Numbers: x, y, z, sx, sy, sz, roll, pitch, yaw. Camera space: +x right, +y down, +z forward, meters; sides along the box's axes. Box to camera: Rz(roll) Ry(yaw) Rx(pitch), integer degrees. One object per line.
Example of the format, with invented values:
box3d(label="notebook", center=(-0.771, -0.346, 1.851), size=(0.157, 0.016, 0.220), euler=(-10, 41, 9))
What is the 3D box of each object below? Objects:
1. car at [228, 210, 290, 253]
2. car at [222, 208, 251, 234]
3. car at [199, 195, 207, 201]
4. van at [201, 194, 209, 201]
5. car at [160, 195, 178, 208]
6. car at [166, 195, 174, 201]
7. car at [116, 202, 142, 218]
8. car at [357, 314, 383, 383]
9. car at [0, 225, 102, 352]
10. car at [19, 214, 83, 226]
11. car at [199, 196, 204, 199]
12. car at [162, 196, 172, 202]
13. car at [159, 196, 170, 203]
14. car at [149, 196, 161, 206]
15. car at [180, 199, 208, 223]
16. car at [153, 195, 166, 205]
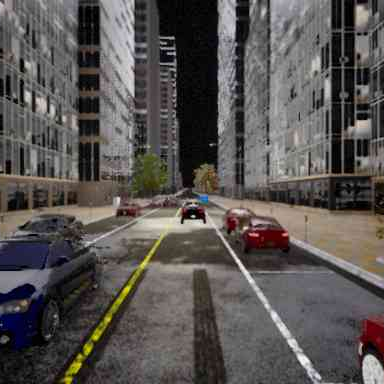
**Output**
box3d(label="car", center=(2.683, 1.589, 13.324), size=(1.802, 1.307, 4.206), euler=(0, 0, 0))
box3d(label="car", center=(2.681, 1.554, 19.018), size=(1.887, 1.381, 4.507), euler=(0, 0, 0))
box3d(label="car", center=(2.661, 1.522, 81.637), size=(2.008, 1.369, 4.403), euler=(0, 0, 0))
box3d(label="van", center=(2.664, 1.329, 70.252), size=(1.690, 1.788, 3.998), euler=(0, 0, 0))
box3d(label="car", center=(-3.096, 1.569, 48.640), size=(1.994, 1.385, 4.181), euler=(0, 0, 0))
box3d(label="car", center=(-5.721, 1.542, 87.331), size=(1.802, 1.307, 4.206), euler=(0, 0, 0))
box3d(label="car", center=(-5.703, 1.556, 30.406), size=(1.887, 1.381, 4.507), euler=(0, 0, 0))
box3d(label="car", center=(2.687, 1.546, 1.939), size=(1.887, 1.381, 4.507), euler=(0, 0, 0))
box3d(label="car", center=(-3.103, 1.568, 6.213), size=(1.994, 1.385, 4.181), euler=(0, 0, 0))
box3d(label="car", center=(-5.697, 1.573, 13.329), size=(1.947, 1.339, 4.313), euler=(0, 0, 0))
box3d(label="car", center=(0.085, 1.555, 42.840), size=(2.033, 1.411, 5.357), euler=(0, 0, 0))
box3d(label="car", center=(-5.718, 1.531, 75.946), size=(2.008, 1.369, 4.403), euler=(0, 0, 0))
box3d(label="car", center=(-5.716, 1.539, 70.253), size=(2.008, 1.369, 4.403), euler=(0, 0, 0))
box3d(label="car", center=(-5.710, 1.442, 53.176), size=(1.967, 1.590, 4.097), euler=(0, 0, 0))
box3d(label="car", center=(0.096, 1.537, 25.573), size=(1.812, 1.442, 4.674), euler=(0, 0, 0))
box3d(label="car", center=(-5.712, 1.438, 58.868), size=(1.967, 1.590, 4.097), euler=(0, 0, 0))
